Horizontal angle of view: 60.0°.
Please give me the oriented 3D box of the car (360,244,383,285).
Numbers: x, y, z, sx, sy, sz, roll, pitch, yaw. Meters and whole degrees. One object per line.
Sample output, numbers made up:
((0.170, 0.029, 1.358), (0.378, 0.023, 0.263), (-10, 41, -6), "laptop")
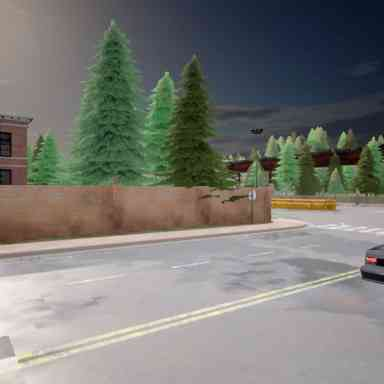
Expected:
((6.300, 1.547, 8.225), (5.357, 1.411, 2.033), (0, 0, -35), "car")
